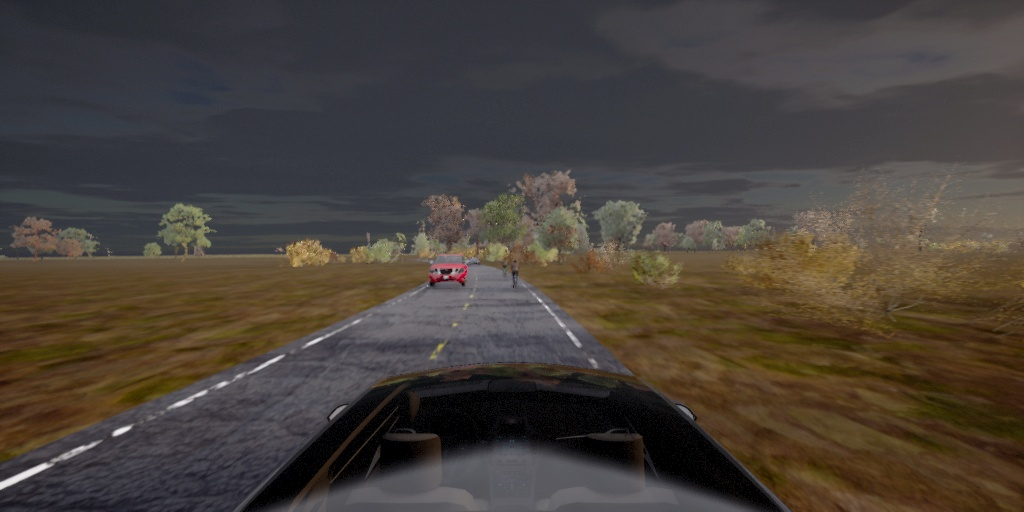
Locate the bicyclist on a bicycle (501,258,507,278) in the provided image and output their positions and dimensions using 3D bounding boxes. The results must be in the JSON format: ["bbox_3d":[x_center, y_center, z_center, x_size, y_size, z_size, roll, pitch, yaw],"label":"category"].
[{"bbox_3d":[-0.588,0.992,29.357,0.582,1.620,1.656,0,0,-6],"label":"bicyclist on a bicycle"}]

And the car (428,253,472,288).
[{"bbox_3d":[-3.970,0.834,23.164,2.150,2.045,5.566,0,0,-5],"label":"car"}]

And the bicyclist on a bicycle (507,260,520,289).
[{"bbox_3d":[0.189,1.057,20.305,0.582,1.620,1.656,0,0,-4],"label":"bicyclist on a bicycle"}]

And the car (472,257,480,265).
[{"bbox_3d":[-6.706,0.890,61.585,2.033,1.411,5.357,-1,0,-13],"label":"car"}]
